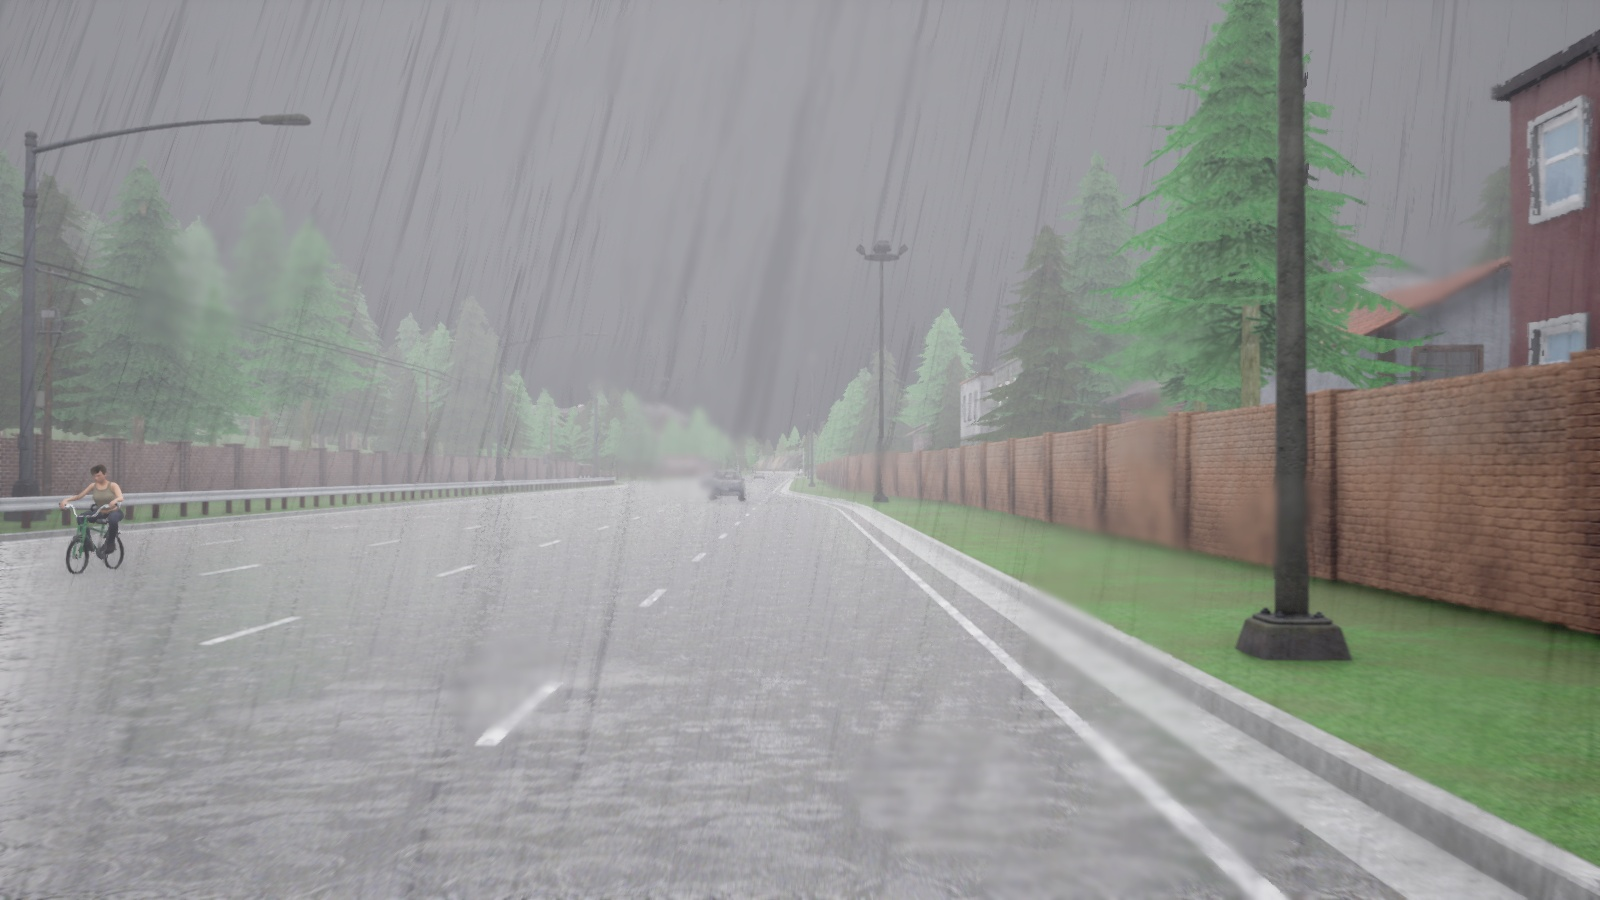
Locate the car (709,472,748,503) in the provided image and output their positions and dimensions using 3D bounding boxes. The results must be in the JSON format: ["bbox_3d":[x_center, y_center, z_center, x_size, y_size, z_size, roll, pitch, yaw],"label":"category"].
[{"bbox_3d":[-3.658,1.892,64.763,1.789,1.549,3.705,0,-1,0],"label":"car"}]

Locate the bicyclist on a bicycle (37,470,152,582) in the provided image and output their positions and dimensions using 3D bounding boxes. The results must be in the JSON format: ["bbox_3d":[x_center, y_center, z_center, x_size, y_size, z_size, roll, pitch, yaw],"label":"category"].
[{"bbox_3d":[-10.541,1.108,18.820,0.866,1.612,1.509,0,-1,0],"label":"bicyclist on a bicycle"}]
